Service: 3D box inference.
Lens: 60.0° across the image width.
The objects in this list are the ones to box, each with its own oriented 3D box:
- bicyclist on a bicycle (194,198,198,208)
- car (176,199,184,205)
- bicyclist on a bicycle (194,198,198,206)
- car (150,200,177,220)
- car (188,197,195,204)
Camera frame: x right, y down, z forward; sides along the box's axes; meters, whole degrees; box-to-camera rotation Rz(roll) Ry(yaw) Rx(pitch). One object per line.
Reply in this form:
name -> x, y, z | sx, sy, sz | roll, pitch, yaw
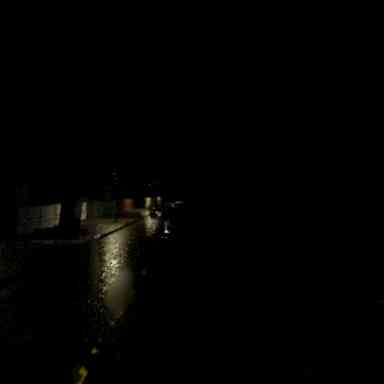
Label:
bicyclist on a bicycle -> 0.750, 1.931, 56.150 | 0.582, 1.620, 1.656 | 0, -1, 0
car -> -2.759, 2.225, 72.641 | 1.895, 1.301, 4.718 | 0, -1, 0
bicyclist on a bicycle -> 0.749, 2.010, 66.059 | 0.866, 1.612, 1.509 | 0, -1, 0
car -> -2.850, 1.748, 31.501 | 2.128, 1.511, 4.902 | 0, 0, 0
car -> -0.010, 2.137, 82.006 | 1.812, 1.442, 4.674 | 0, -1, 0
